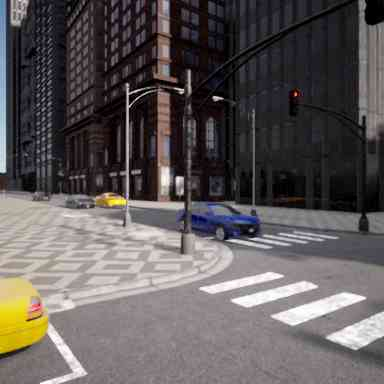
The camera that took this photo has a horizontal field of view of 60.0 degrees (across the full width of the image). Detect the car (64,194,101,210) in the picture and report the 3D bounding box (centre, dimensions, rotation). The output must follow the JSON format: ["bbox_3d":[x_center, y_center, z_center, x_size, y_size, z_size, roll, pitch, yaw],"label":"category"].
[{"bbox_3d":[-11.311,0.934,33.435,2.033,1.411,5.357,0,1,-36],"label":"car"}]

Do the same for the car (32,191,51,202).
[{"bbox_3d":[-21.794,0.642,48.161,1.837,1.490,4.892,0,1,-36],"label":"car"}]

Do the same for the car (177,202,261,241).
[{"bbox_3d":[1.116,1.262,15.804,1.882,1.535,5.008,0,1,-32],"label":"car"}]

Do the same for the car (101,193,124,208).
[{"bbox_3d":[-8.954,0.859,35.637,1.882,1.535,5.008,0,1,-36],"label":"car"}]

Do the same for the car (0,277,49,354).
[{"bbox_3d":[-4.232,1.526,3.630,4.829,1.417,1.752,0,0,-35],"label":"car"}]
